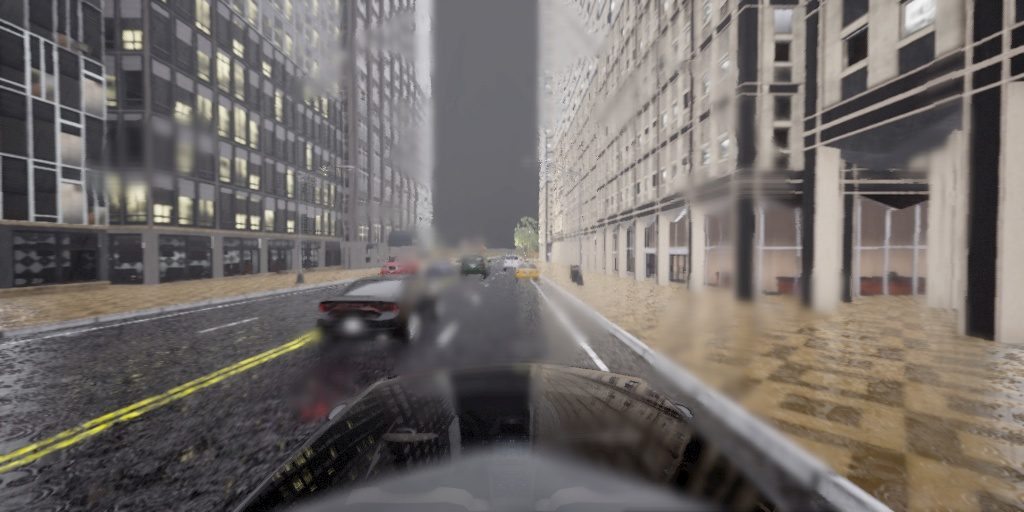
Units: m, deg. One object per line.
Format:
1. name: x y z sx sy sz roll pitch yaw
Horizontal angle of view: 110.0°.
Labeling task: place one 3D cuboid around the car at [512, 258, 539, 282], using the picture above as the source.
1. car: 1.143 1.155 28.551 1.801 1.575 5.366 0 0 0

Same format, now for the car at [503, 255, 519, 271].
1. car: 0.018 0.880 47.618 2.150 2.045 5.566 0 0 0

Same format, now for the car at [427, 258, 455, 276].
1. car: -6.575 1.041 32.951 2.097 1.767 4.553 0 0 0

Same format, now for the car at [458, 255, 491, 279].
1. car: -3.144 0.915 31.937 2.150 2.045 5.566 0 0 0

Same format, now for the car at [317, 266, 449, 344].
1. car: -3.148 1.214 9.568 1.882 1.535 5.008 0 0 0

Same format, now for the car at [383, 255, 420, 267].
1. car: -9.830 0.910 32.223 2.150 2.045 5.566 0 0 0
